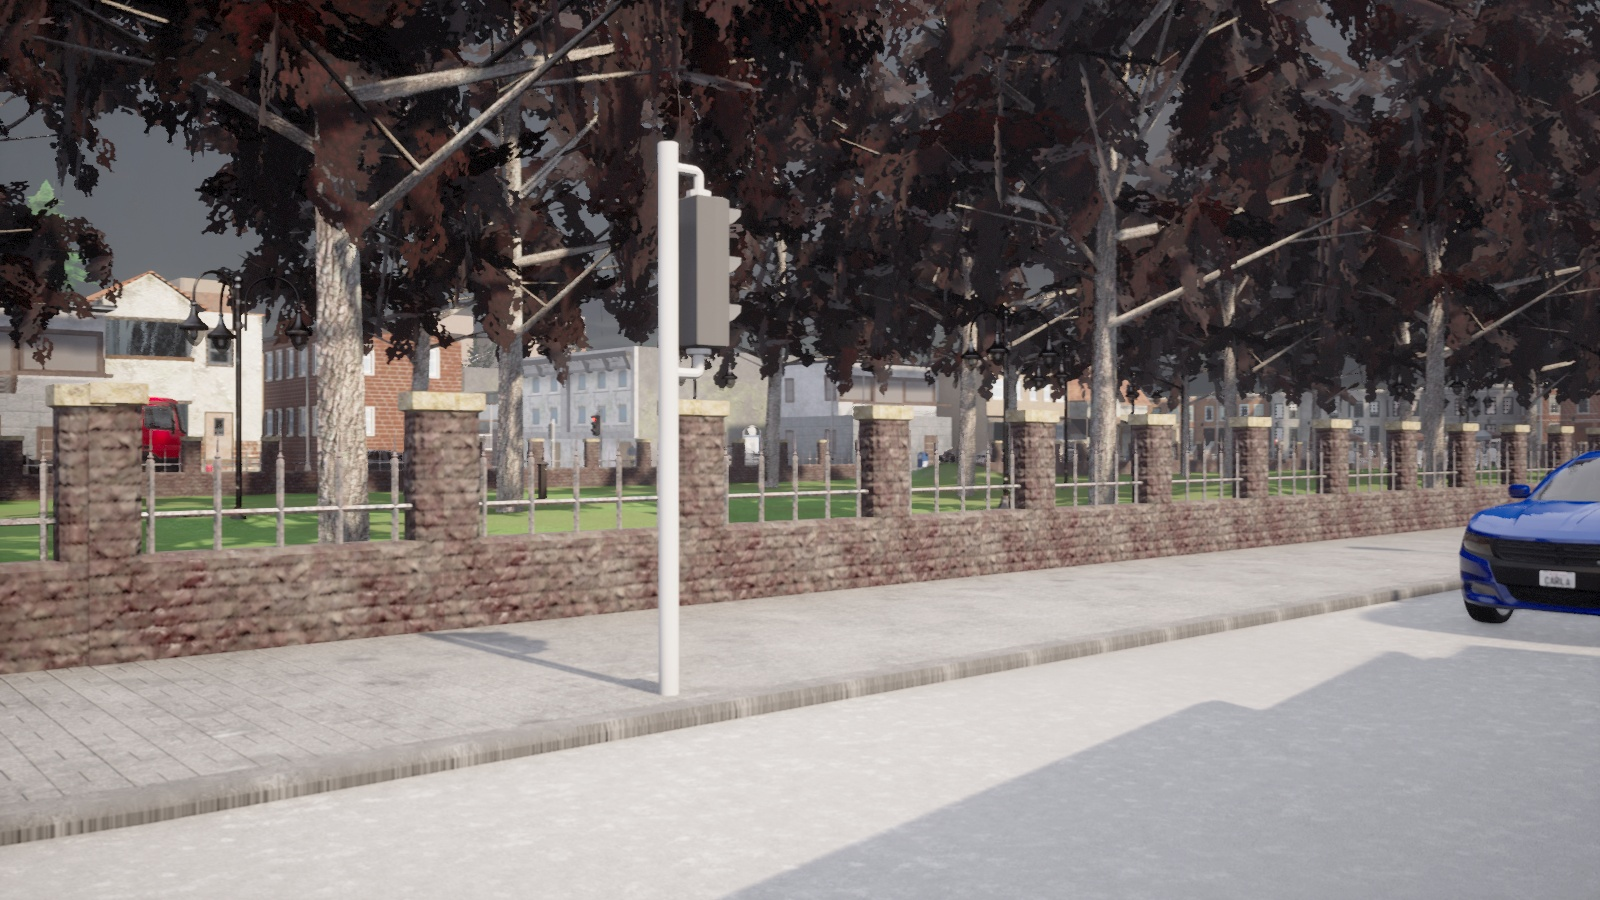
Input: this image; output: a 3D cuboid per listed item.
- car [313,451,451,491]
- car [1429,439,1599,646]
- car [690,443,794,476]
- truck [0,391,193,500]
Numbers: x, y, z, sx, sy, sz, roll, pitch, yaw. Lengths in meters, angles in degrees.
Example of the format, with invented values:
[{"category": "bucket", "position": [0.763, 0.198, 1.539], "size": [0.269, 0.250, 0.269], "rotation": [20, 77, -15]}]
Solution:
[{"category": "car", "position": [-16.562, 0.795, 49.949], "size": [4.892, 1.490, 1.837], "rotation": [0, 0, -43]}, {"category": "car", "position": [7.642, 0.672, 11.100], "size": [5.008, 1.535, 1.882], "rotation": [0, 0, -40]}, {"category": "car", "position": [-3.025, 0.481, 65.852], "size": [5.027, 1.651, 2.152], "rotation": [0, 0, 19]}, {"category": "truck", "position": [-25.194, -0.138, 42.369], "size": [7.936, 3.462, 2.891], "rotation": [0, 0, -45]}]
